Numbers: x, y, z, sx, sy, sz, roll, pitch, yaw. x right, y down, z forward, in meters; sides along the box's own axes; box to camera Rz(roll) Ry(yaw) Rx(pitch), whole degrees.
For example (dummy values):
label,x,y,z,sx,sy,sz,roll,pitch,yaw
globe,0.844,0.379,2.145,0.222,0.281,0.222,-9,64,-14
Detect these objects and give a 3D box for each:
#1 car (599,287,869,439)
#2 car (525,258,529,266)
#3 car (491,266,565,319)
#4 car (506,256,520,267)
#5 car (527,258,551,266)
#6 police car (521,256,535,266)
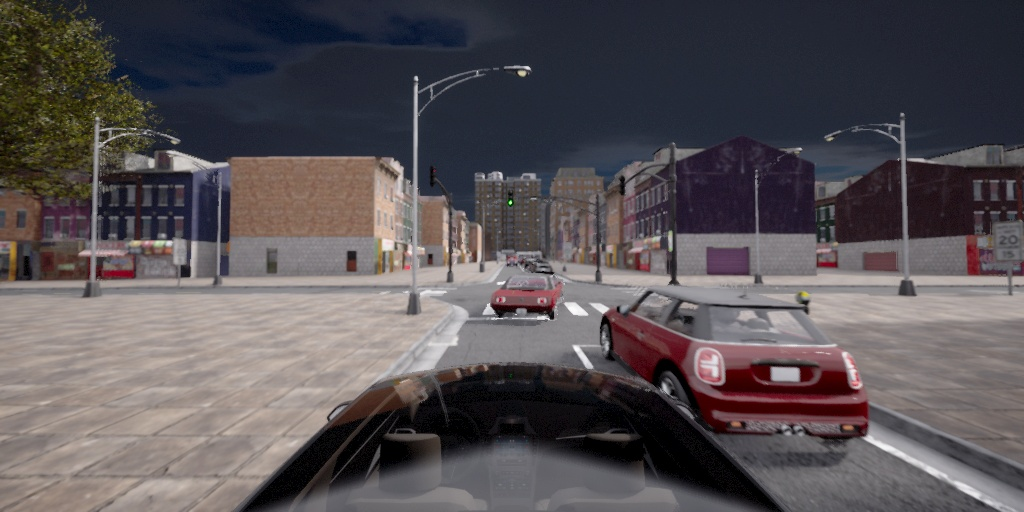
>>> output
label,x,y,z,sx,sy,sz,roll,pitch,yaw
car,2.640,1.163,5.439,1.967,1.591,4.097,0,0,0
car,2.639,1.132,37.619,1.948,1.339,4.313,0,0,0
car,0.751,1.253,12.506,1.895,1.301,4.718,0,1,12
car,0.047,1.154,62.024,1.895,1.301,4.718,0,0,0
car,2.639,1.147,32.183,1.948,1.339,4.313,0,0,0
police car,2.749,0.975,52.010,1.930,1.638,5.238,0,0,0
